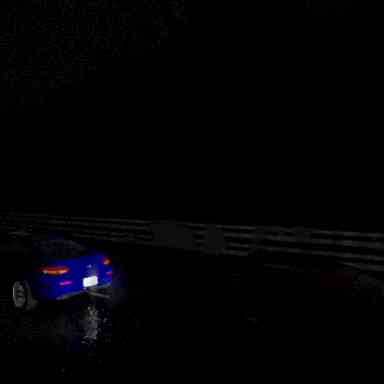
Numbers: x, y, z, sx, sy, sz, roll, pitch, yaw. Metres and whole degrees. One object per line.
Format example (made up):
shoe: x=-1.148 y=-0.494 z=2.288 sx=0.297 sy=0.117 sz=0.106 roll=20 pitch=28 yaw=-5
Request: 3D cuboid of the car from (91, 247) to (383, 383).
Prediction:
car: x=0.917 y=1.567 z=4.493 sx=4.674 sy=1.442 sz=1.812 roll=-1 pitch=-1 yaw=36

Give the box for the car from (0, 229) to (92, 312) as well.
car: x=-3.873 y=1.628 z=7.950 sx=4.674 sy=1.442 sz=1.812 roll=-1 pitch=-1 yaw=36
